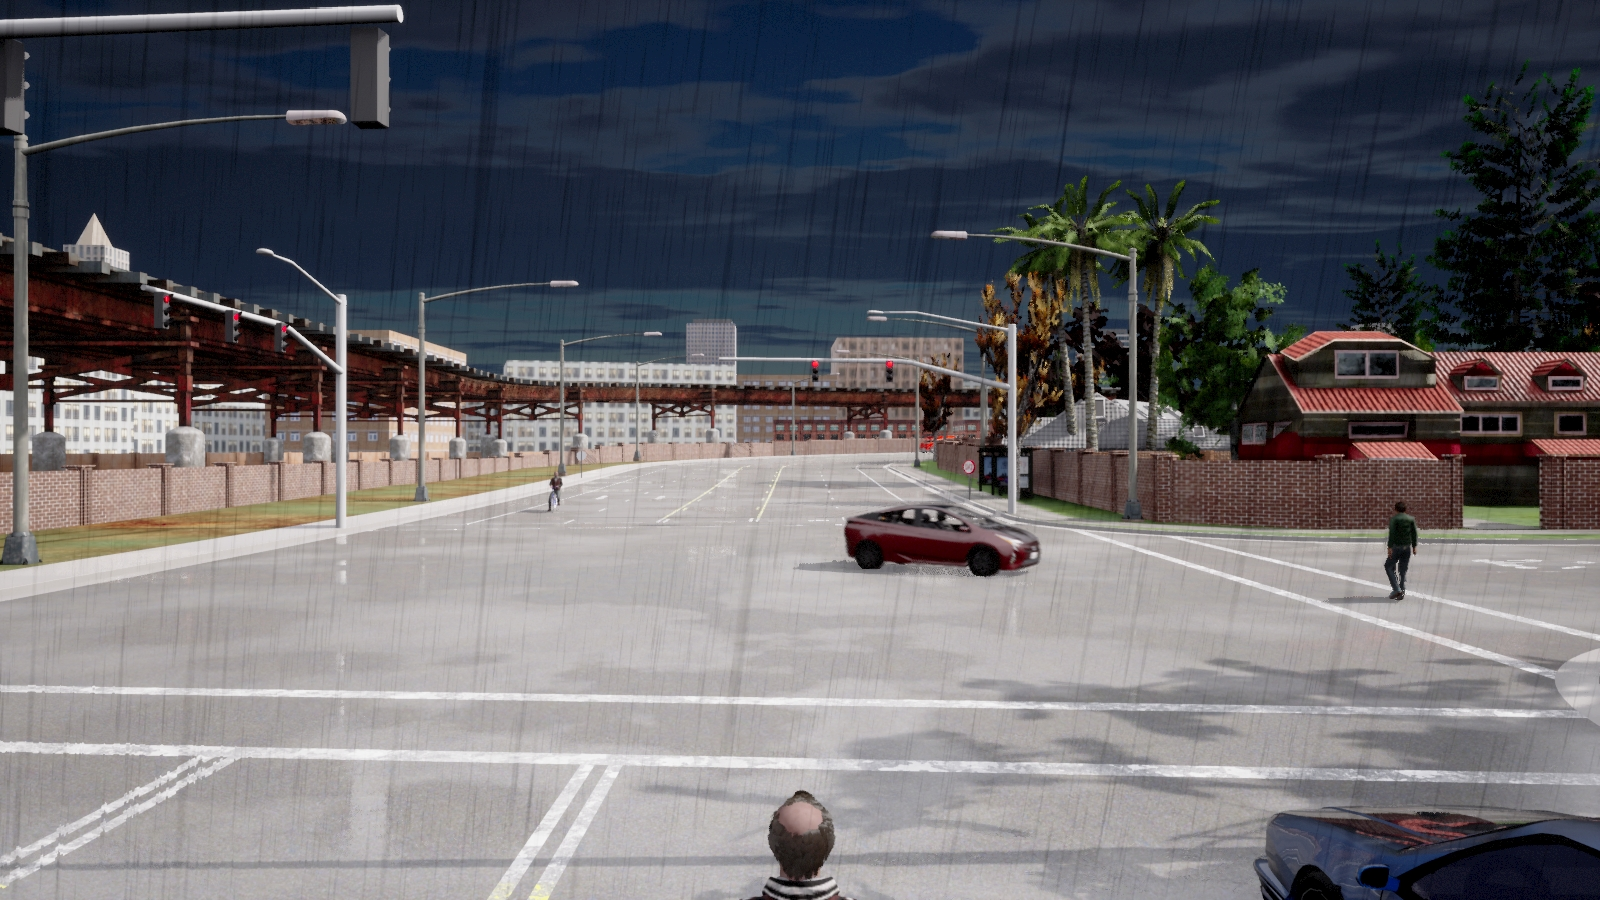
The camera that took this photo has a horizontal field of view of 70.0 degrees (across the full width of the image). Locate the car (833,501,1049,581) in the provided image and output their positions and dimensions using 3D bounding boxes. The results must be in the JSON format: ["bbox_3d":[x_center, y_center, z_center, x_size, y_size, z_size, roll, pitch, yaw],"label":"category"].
[{"bbox_3d":[3.233,2.025,26.379,4.514,1.525,2.007,0,0,31],"label":"car"}]

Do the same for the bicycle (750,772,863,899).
[{"bbox_3d":[0.019,2.048,3.681,0.329,1.496,1.835,0,0,0],"label":"bicycle"}]

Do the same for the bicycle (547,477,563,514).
[{"bbox_3d":[-10.519,1.934,49.111,0.329,1.496,1.835,0,0,0],"label":"bicycle"}]

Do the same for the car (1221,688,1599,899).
[{"bbox_3d":[3.467,2.106,4.038,2.033,1.411,5.357,0,0,1],"label":"car"}]

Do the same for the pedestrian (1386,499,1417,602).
[{"bbox_3d":[11.092,1.848,21.060,0.375,1.860,0.375,0,0,1],"label":"pedestrian"}]
